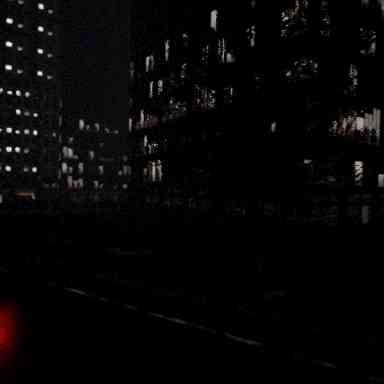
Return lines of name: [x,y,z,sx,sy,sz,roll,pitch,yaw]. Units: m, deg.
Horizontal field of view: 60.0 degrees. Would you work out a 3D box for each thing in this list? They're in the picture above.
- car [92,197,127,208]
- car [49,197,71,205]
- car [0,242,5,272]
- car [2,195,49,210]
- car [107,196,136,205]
car: [-12.650,1.738,49.945,4.507,1.381,1.887,1,1,-34]
car: [-21.775,1.441,53.246,4.403,1.369,2.008,1,1,-34]
car: [-6.568,1.429,8.345,4.902,1.511,2.128,1,0,36]
car: [-22.000,1.396,43.538,5.009,1.841,2.192,1,1,-34]
car: [-12.557,1.526,59.552,4.829,1.417,1.752,1,1,-34]
